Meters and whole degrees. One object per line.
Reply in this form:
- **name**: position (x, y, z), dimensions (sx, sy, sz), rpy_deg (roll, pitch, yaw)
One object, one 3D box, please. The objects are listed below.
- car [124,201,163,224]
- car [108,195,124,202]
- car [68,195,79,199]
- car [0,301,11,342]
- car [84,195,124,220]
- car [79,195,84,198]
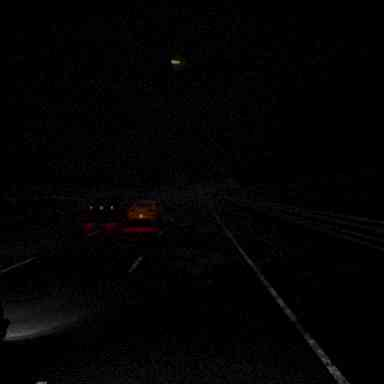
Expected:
- **car**: position (-3.133, 1.344, 23.316), dimensions (1.882, 1.535, 5.008), rpy_deg (0, 0, 1)
- **car**: position (-15.487, 1.326, 68.048), dimensions (1.994, 1.385, 4.181), rpy_deg (0, 0, 3)
- **car**: position (-22.647, 1.289, 65.437), dimensions (2.033, 1.411, 5.357), rpy_deg (0, 0, 3)
- **car**: position (-3.389, 1.531, 2.038), dimensions (2.033, 1.411, 5.357), rpy_deg (0, 0, 0)
- **car**: position (-6.563, 1.203, 26.459), dimensions (2.097, 1.767, 4.553), rpy_deg (0, 0, 1)
- **car**: position (-19.232, 1.303, 63.880), dimensions (2.033, 1.411, 5.357), rpy_deg (0, 0, 3)
